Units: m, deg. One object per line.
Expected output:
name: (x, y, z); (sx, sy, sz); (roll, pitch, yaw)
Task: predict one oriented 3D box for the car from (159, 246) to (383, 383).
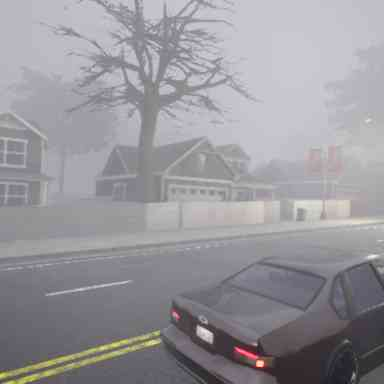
car: (2.175, 1.573, 4.992); (5.357, 1.411, 2.033); (0, 0, -36)
